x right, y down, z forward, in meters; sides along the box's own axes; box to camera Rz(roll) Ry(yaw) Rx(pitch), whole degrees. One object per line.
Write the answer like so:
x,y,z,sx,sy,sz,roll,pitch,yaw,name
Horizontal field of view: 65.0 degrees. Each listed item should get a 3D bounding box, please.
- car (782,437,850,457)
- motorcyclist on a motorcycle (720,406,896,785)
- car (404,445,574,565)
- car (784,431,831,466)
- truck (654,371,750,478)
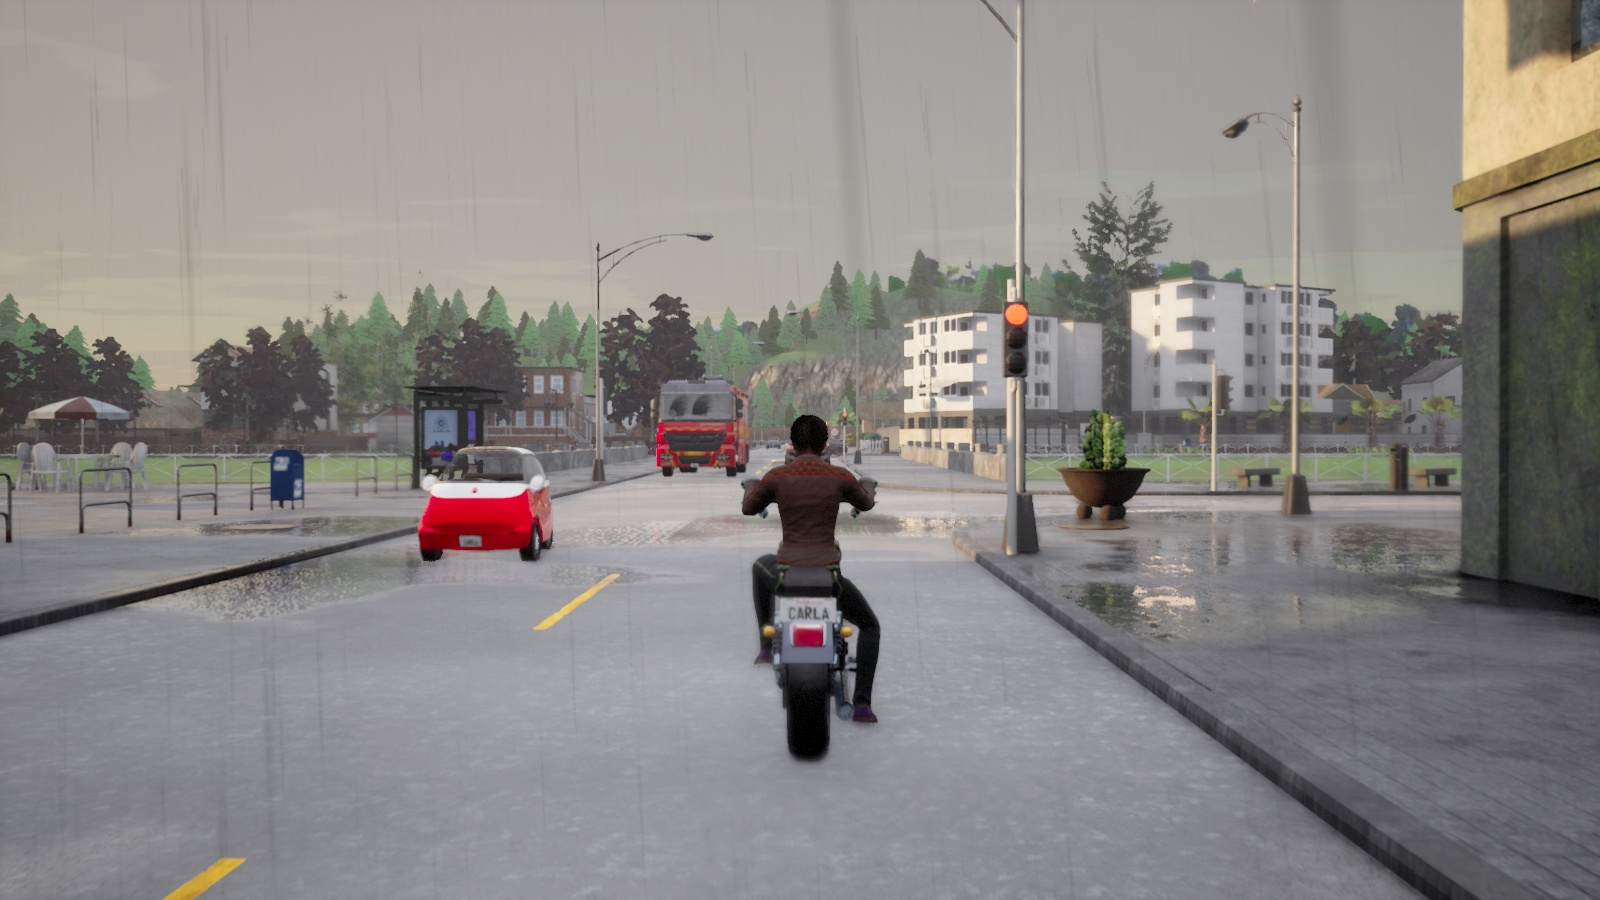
1.199,-0.244,93.605,4.674,1.442,1.812,0,0,-24,car
0.048,0.624,6.635,0.766,1.649,2.350,0,0,1,motorcyclist on a motorcycle
-3.792,0.628,15.594,1.481,1.376,2.207,0,0,3,car
0.363,-0.082,61.896,2.242,1.667,4.611,0,1,0,car
-3.671,-0.955,49.091,2.891,3.827,8.468,0,1,2,truck
